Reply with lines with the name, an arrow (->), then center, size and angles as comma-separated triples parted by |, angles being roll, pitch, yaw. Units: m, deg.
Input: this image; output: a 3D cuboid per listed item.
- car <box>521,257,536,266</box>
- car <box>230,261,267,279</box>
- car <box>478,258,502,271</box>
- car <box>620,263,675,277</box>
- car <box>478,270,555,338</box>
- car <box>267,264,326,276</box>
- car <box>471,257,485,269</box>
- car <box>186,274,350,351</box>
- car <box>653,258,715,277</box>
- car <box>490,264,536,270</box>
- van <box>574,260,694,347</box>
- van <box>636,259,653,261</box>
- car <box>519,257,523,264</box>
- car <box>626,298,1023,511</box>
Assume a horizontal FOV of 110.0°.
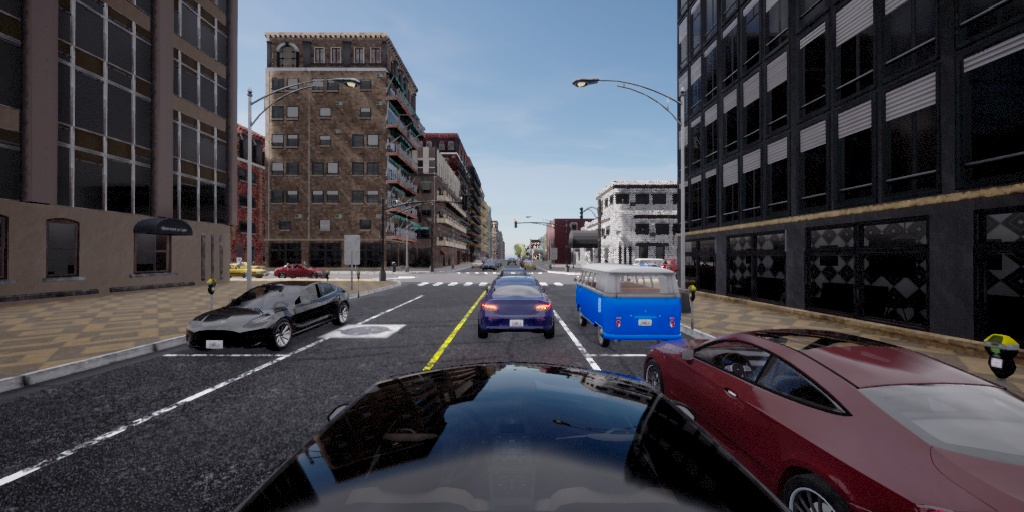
car -> 2.684, 1.311, 53.967 | 1.751, 1.417, 4.829 | 0, 0, 0
car -> -22.963, 1.216, 29.801 | 4.829, 1.417, 1.751 | 0, 0, 0
car -> -3.067, 1.329, 50.642 | 2.033, 1.411, 5.357 | 0, 0, 3
car -> 13.398, 1.418, 35.706 | 4.718, 1.301, 1.895 | 0, 0, 1
car -> 0.100, 1.277, 10.010 | 1.812, 1.442, 4.674 | 0, 0, 0
car -> -17.471, 1.284, 29.815 | 4.207, 1.307, 1.802 | 0, 0, 0
car -> -5.698, 1.318, 59.164 | 1.751, 1.417, 4.829 | 0, 0, 0
car -> -5.691, 1.317, 9.035 | 1.948, 1.339, 4.313 | 0, 0, 0
car -> 14.916, 1.108, 29.896 | 5.009, 1.841, 2.192 | 0, 0, 0
car -> 0.090, 1.318, 18.462 | 1.994, 1.385, 4.181 | 0, 0, 0
van -> 2.656, 1.092, 9.010 | 1.690, 1.789, 3.998 | 0, 0, 0
van -> 14.893, 1.175, 38.276 | 3.998, 1.789, 1.690 | 0, 0, 0
car -> 2.683, 1.382, 64.875 | 1.802, 1.307, 4.207 | 0, 0, 0
car -> 2.657, 1.332, 3.321 | 1.802, 1.307, 4.207 | 0, 0, 0
